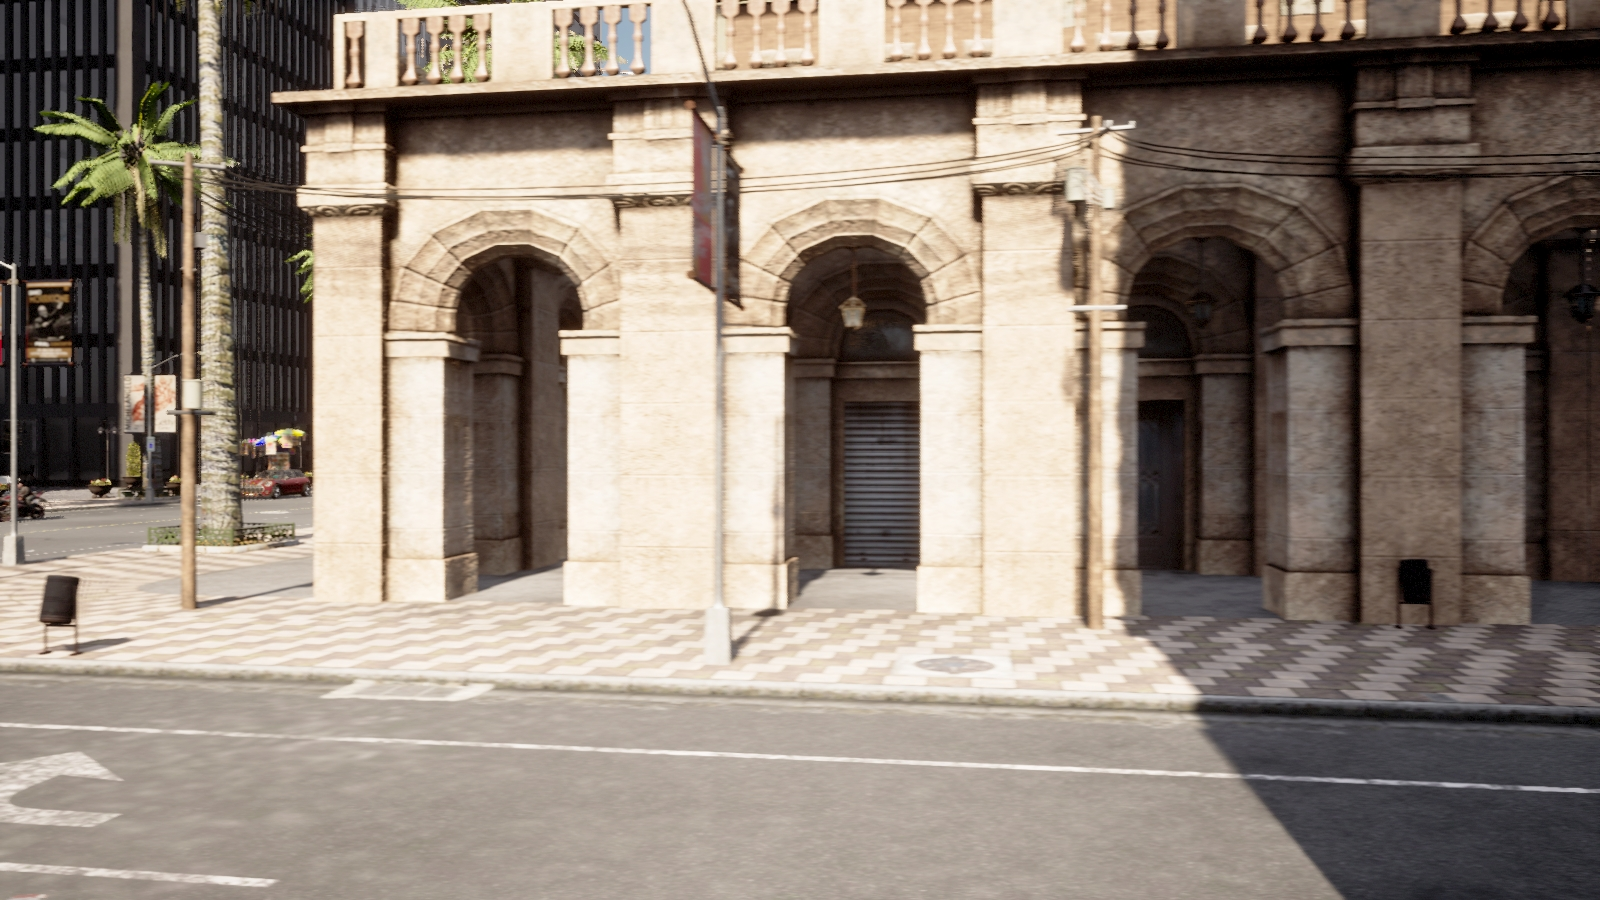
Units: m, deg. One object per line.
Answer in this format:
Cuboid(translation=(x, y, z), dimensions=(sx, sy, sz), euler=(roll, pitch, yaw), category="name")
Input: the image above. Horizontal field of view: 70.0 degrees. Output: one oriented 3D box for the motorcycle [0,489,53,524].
Cuboid(translation=(-30.654, 2.204, 44.961), dimensions=(0.867, 1.251, 2.209), euler=(0, 0, 9), category="motorcycle")
